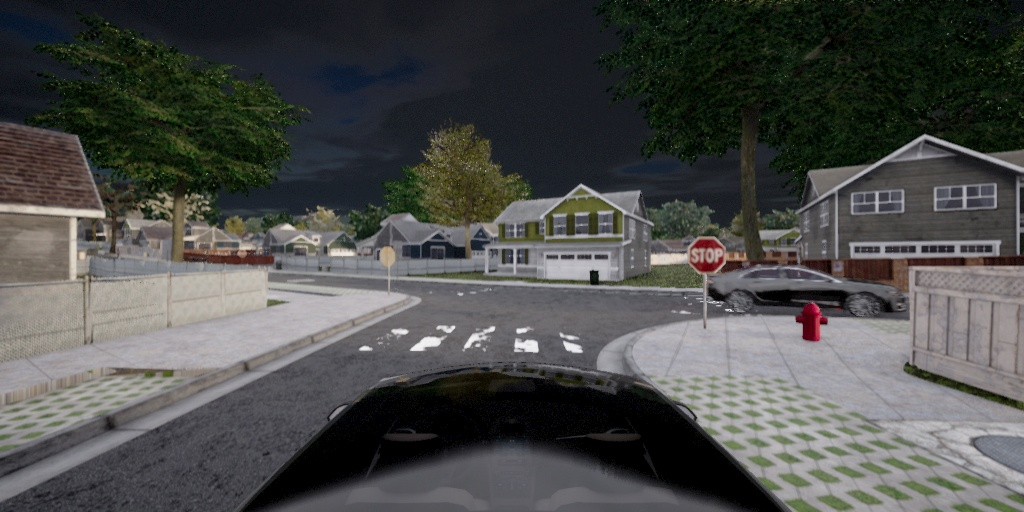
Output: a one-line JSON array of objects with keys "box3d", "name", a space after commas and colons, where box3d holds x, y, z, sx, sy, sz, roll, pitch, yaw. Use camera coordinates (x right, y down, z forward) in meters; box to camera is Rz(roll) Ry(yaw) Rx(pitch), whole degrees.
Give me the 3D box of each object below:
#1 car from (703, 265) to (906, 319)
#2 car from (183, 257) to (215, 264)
[{"box3d": [8.838, 1.030, 11.348, 4.902, 1.511, 2.128, -1, -1, 31], "name": "car"}, {"box3d": [-30.613, 0.841, 34.807, 4.892, 1.490, 1.837, 1, 0, 31], "name": "car"}]
